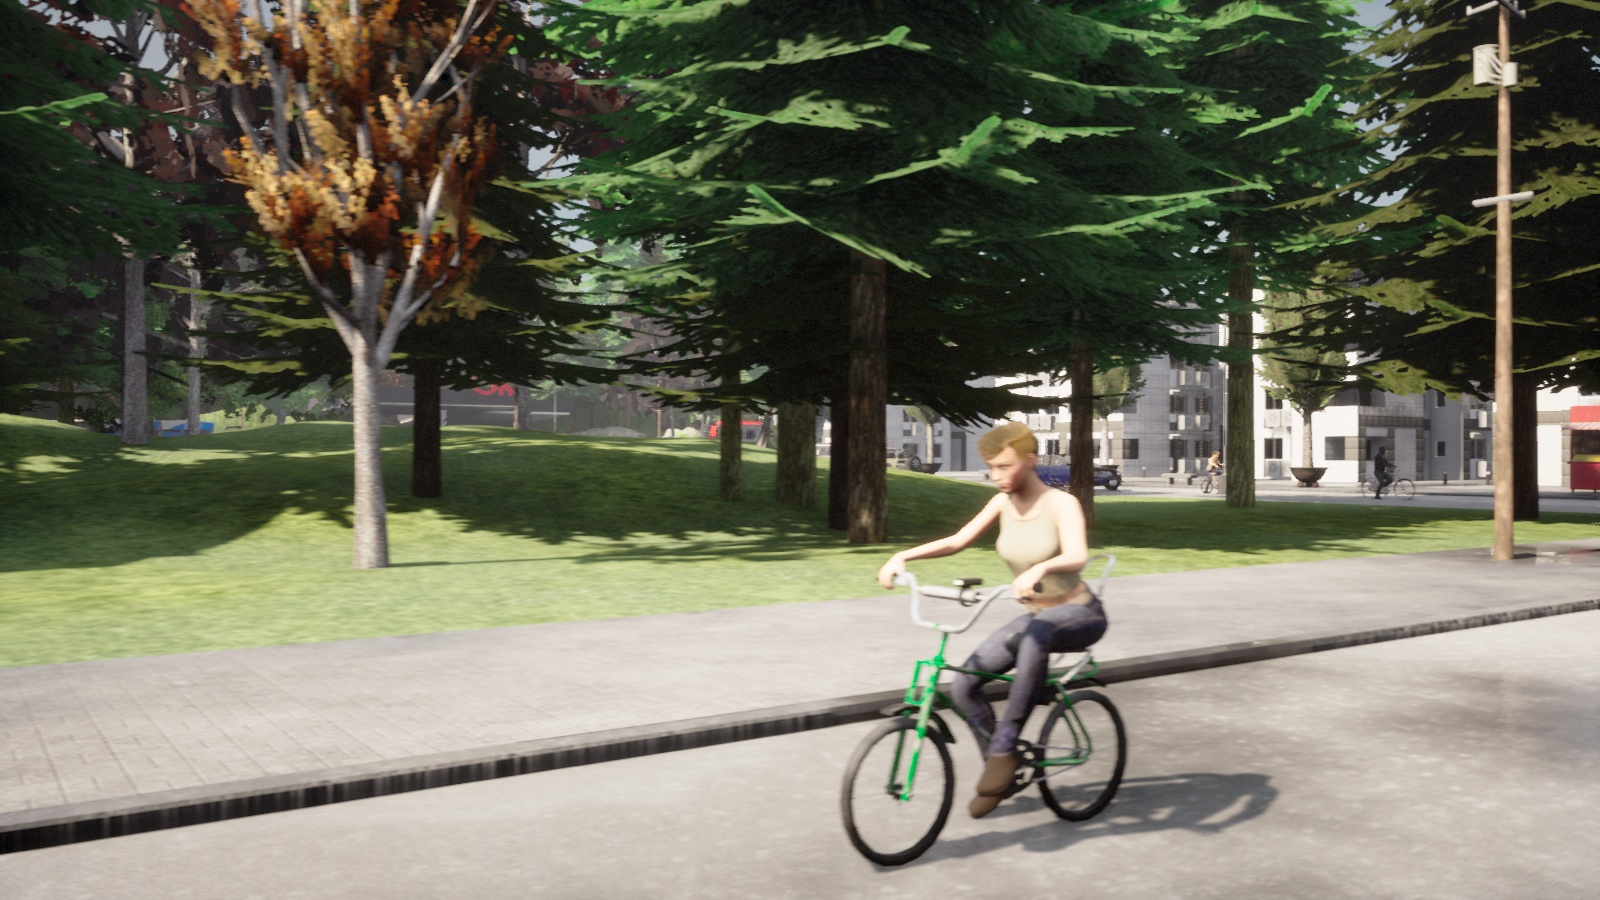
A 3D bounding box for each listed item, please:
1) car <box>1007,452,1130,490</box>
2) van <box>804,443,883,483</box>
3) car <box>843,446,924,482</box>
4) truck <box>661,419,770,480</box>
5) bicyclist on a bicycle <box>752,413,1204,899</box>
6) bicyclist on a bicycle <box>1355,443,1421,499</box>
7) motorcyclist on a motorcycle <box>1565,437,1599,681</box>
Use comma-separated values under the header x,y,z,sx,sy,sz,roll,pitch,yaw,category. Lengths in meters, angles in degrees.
x,y,z,sx,sy,sz,roll,pitch,yaw,category
11.044,0.851,52.009,2.163,1.488,4.792,0,0,-35,car
2.206,0.654,64.698,1.775,1.987,4.442,0,0,-35,van
4.519,0.725,68.374,1.932,1.855,4.605,0,0,-35,car
-5.152,-0.038,75.337,2.891,3.462,7.936,0,0,-34,truck
0.691,0.692,4.762,1.509,1.612,0.866,0,0,-35,bicyclist on a bicycle
19.000,0.676,40.641,0.659,1.776,1.843,0,0,-35,bicyclist on a bicycle
6.082,0.706,8.510,1.817,1.590,0.866,0,0,-35,motorcyclist on a motorcycle
